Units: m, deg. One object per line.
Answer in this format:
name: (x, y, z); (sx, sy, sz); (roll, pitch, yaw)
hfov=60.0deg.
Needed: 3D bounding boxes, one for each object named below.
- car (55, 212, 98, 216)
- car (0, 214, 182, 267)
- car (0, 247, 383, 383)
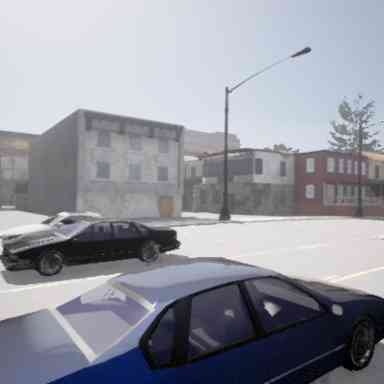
car: (-4.951, 1.533, 13.359); (4.674, 1.442, 1.812); (0, 0, -36)
car: (-2.923, 1.555, 10.507); (5.357, 1.411, 2.033); (0, 0, -36)
car: (0.285, 1.553, 3.952); (5.357, 1.411, 2.033); (0, 0, -35)
